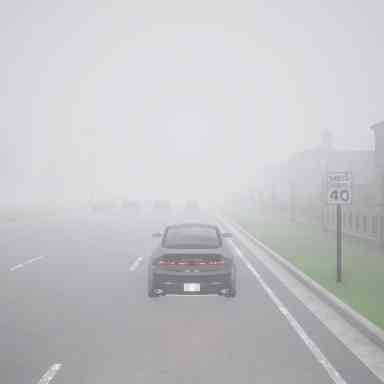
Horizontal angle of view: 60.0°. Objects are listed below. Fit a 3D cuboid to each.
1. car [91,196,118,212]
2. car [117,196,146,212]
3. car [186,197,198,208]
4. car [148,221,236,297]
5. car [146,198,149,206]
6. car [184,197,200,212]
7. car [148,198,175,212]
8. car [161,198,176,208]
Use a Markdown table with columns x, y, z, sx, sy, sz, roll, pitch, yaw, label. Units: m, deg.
| x | y | z | sx | sy | sz | roll | pitch | yaw | label |
| --- | --- | --- | --- | --- | --- | --- | --- | --- | --- |
| -10.501 | 1.564 | 39.531 | 1.994 | 1.385 | 4.181 | 0 | 0 | 0 | car |
| -7.001 | 1.477 | 39.148 | 1.882 | 1.535 | 5.008 | 0 | 0 | 0 | car |
| -0.002 | 1.526 | 49.568 | 1.812 | 1.442 | 4.674 | 0 | 0 | 0 | car |
| 0.000 | 1.504 | 8.535 | 1.837 | 1.490 | 4.892 | 0 | 0 | 0 | car |
| -7.002 | 1.564 | 49.568 | 1.994 | 1.385 | 4.181 | 0 | 0 | 0 | car |
| -0.001 | 1.547 | 39.148 | 2.033 | 1.411 | 5.357 | 0 | 0 | 0 | car |
| -3.501 | 1.491 | 39.148 | 2.128 | 1.511 | 4.902 | 0 | 0 | 0 | car |
| -3.501 | 1.601 | 49.622 | 1.895 | 1.301 | 4.718 | 0 | 0 | 0 | car |
